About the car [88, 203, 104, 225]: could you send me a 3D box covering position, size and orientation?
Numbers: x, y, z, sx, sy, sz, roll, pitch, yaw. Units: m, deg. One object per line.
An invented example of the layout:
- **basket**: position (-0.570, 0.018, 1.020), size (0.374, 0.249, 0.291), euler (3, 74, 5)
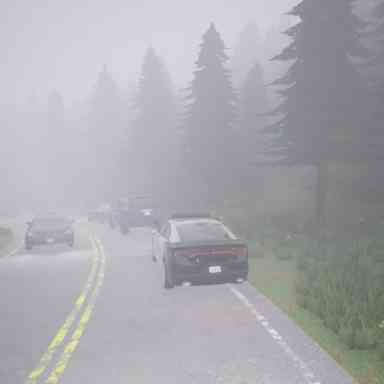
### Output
- **car**: position (-6.417, 1.548, 24.927), size (1.812, 1.442, 4.674), euler (-3, 1, -32)

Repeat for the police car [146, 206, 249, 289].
- **police car**: position (-0.058, 1.396, 9.400), size (1.930, 1.638, 5.238), euler (-1, 0, -12)

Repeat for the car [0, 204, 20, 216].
- **car**: position (-23.071, 2.192, 41.127), size (4.718, 1.301, 1.895), euler (-2, 2, 43)

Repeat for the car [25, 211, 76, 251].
- **car**: position (-6.314, 1.627, 14.980), size (1.812, 1.442, 4.674), euler (-1, 0, -22)

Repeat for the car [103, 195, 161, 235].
- **car**: position (-3.387, 1.204, 19.364), size (2.150, 2.045, 5.566), euler (-2, 1, -25)
